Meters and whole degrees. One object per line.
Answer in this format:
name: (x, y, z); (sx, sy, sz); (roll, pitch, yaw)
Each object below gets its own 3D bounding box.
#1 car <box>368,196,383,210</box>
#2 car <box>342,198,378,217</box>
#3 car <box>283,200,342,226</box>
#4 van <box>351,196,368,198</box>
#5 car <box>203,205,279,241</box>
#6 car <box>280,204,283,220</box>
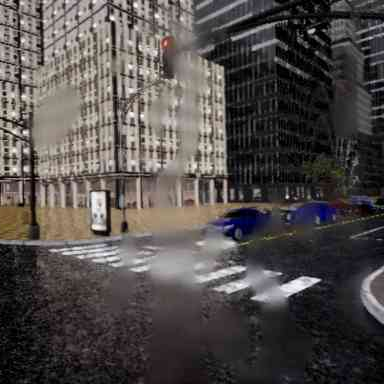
car: (22.655, 1.453, 39.087); (1.837, 1.490, 4.892); (-1, -1, 43)
car: (15.716, 1.554, 31.638); (1.994, 1.385, 4.181); (-1, -1, 43)
car: (8.907, 1.509, 24.292); (1.882, 1.535, 5.008); (-1, -1, 42)
van: (20.583, 1.339, 40.801); (1.690, 1.788, 3.998); (-3, -1, 43)
car: (2.507, 1.596, 17.366); (1.812, 1.442, 4.674); (-1, -1, 41)
car: (7.687, 1.627, 26.996); (2.008, 1.369, 4.403); (-3, -1, 43)
